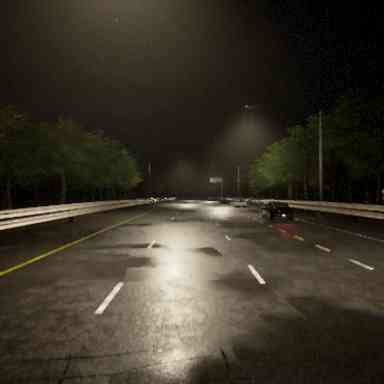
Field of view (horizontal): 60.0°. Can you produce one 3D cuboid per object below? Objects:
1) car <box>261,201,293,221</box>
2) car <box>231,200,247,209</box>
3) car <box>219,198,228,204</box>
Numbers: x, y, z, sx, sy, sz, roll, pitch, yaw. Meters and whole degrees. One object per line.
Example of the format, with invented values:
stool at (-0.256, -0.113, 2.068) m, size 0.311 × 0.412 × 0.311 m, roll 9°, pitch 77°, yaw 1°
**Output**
car at (7.044, 1.562, 27.914) m, size 1.837 × 1.490 × 4.892 m, roll 0°, pitch 0°, yaw 0°
car at (7.142, 1.849, 50.773) m, size 1.895 × 1.301 × 4.718 m, roll 0°, pitch -1°, yaw 0°
car at (7.338, 2.130, 78.207) m, size 2.128 × 1.511 × 4.902 m, roll 0°, pitch -1°, yaw 1°
